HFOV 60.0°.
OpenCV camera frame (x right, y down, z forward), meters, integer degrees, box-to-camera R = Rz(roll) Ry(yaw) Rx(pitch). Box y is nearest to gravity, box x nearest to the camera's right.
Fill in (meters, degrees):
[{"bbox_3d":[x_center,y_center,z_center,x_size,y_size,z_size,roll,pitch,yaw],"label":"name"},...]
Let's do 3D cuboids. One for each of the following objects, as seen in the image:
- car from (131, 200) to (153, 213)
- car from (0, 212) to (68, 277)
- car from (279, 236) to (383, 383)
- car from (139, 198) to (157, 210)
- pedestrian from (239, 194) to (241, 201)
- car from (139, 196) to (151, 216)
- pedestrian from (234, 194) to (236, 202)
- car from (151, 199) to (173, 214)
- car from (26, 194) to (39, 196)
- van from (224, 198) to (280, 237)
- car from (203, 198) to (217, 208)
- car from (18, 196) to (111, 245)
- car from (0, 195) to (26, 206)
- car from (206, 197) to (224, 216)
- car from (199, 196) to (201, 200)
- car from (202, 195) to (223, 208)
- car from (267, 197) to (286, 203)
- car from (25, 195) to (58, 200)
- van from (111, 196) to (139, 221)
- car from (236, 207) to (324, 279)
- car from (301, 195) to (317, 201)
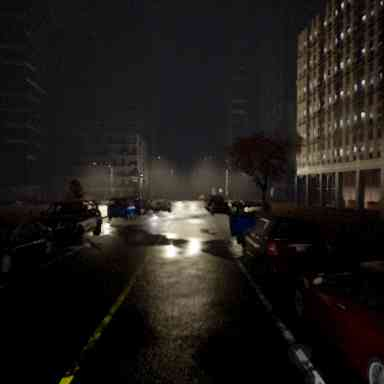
[{"bbox_3d":[-5.691,1.584,38.208,1.802,1.307,4.206,-1,0,0],"label":"car"},{"bbox_3d":[-5.700,1.552,10.080,2.008,1.369,4.403,-1,0,0],"label":"car"},{"bbox_3d":[2.679,1.582,4.452,1.802,1.307,4.206,-1,0,0],"label":"car"},{"bbox_3d":[-5.690,1.527,43.663,1.752,1.417,4.829,-1,0,0],"label":"car"},{"bbox_3d":[8.153,1.175,56.602,0.375,1.860,0.375,-1,1,0],"label":"pedestrian"},{"bbox_3d":[-5.698,1.317,32.582,2.192,1.841,5.009,-1,0,0],"label":"car"},{"bbox_3d":[7.153,1.152,56.001,0.375,1.860,0.375,-1,1,0],"label":"pedestrian"},{"bbox_3d":[-3.085,1.603,35.747,1.895,1.301,4.718,0,0,0],"label":"car"},{"bbox_3d":[-33.802,1.413,68.542,5.009,1.841,2.192,0,1,-5],"label":"car"},{"bbox_3d":[2.677,1.342,15.702,1.690,1.788,3.998,-1,0,0],"label":"van"},{"bbox_3d":[2.694,1.582,49.455,1.802,1.307,4.206,-1,0,0],"label":"car"},{"bbox_3d":[-5.703,1.317,15.705,2.192,1.841,5.009,-1,0,0],"label":"car"},{"bbox_3d":[-33.089,1.709,60.190,4.097,1.590,1.967,0,1,-5],"label":"car"},{"bbox_3d":[2.687,1.546,32.579,1.887,1.381,4.507,-1,0,0],"label":"car"},{"bbox_3d":[2.835,1.512,88.993,1.752,1.417,4.829,-1,0,0],"label":"car"},{"bbox_3d":[2.684,1.317,38.204,2.192,1.841,5.009,-1,0,0],"label":"car"},{"bbox_3d":[16.148,1.545,64.727,4.313,1.339,1.947,0,1,-5],"label":"car"},{"bbox_3d":[-27.471,1.802,60.711,4.313,1.339,1.947,0,1,-5],"label":"car"},{"bbox_3d":[-5.699,1.343,26.956,1.690,1.788,3.998,-1,0,0],"label":"van"},{"bbox_3d":[2.678,1.441,10.078,1.967,1.590,4.097,-1,0,0],"label":"car"},{"bbox_3d":[26.462,1.309,74.091,4.313,1.339,1.947,0,1,-5],"label":"car"}]
